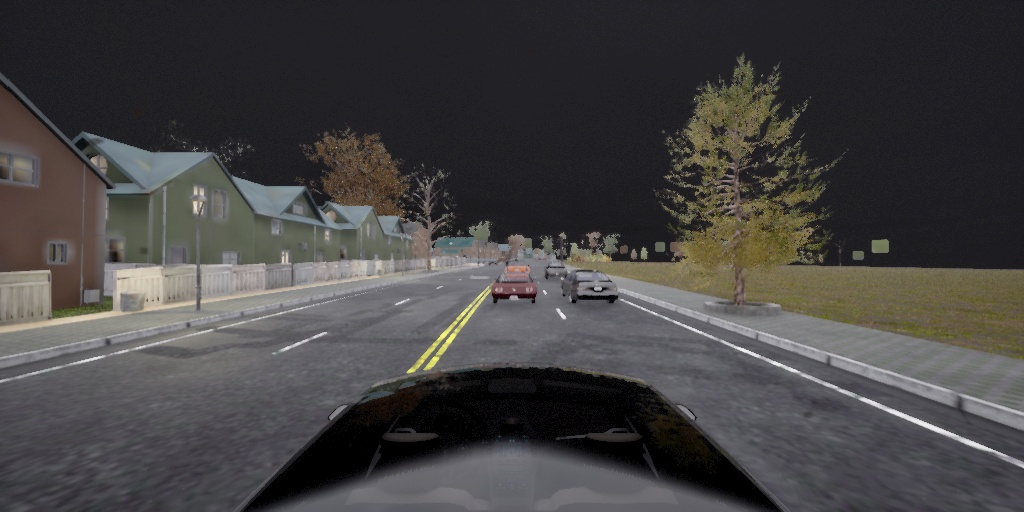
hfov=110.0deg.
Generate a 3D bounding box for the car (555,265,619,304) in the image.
[{"bbox_3d":[3.372,1.319,16.395,2.033,1.411,5.357,0,0,1],"label":"car"}]

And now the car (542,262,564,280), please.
[{"bbox_3d":[3.739,1.265,31.316,2.128,1.511,4.902,0,0,2],"label":"car"}]

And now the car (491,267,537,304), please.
[{"bbox_3d":[0.123,1.373,16.479,1.895,1.301,4.718,0,0,1],"label":"car"}]

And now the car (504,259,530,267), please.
[{"bbox_3d":[0.489,1.137,31.392,2.097,1.767,4.553,0,0,2],"label":"car"}]
